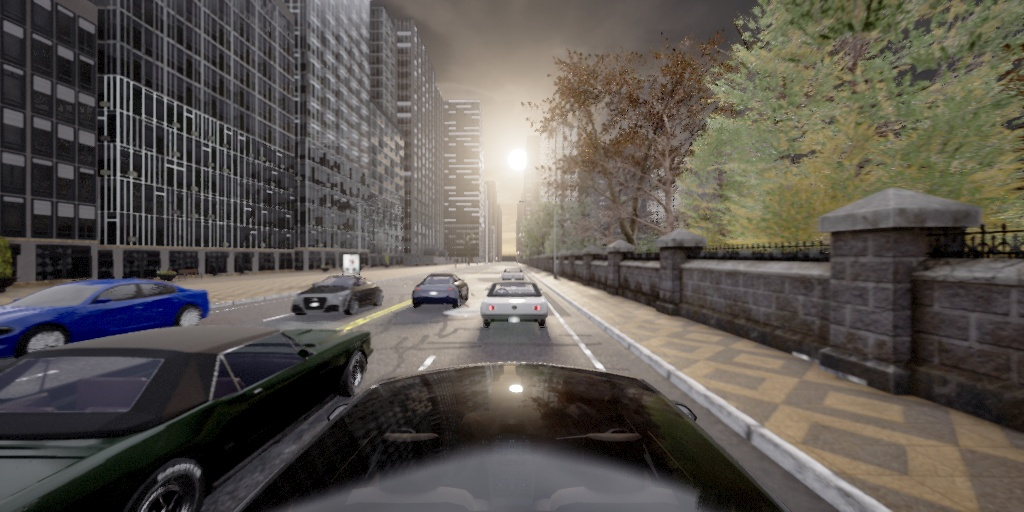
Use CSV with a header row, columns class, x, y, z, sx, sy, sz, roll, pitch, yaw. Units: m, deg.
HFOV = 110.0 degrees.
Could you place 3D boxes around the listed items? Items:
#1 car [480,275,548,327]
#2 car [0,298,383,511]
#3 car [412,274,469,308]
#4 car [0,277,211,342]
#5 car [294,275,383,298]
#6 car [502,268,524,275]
class,x,y,z,sx,sy,sz,roll,pitch,yaw
car,0.078,1.471,11.989,1.895,1.301,4.718,0,-1,0
car,-3.149,1.374,3.692,1.895,1.301,4.718,0,-1,0
car,-3.151,1.487,16.436,1.994,1.385,4.181,0,-1,0
car,-9.851,1.306,8.494,1.882,1.535,5.008,0,-1,0
car,-6.602,1.457,13.987,1.994,1.385,4.181,0,-1,0
car,0.088,1.704,31.366,1.895,1.301,4.718,0,-1,0
